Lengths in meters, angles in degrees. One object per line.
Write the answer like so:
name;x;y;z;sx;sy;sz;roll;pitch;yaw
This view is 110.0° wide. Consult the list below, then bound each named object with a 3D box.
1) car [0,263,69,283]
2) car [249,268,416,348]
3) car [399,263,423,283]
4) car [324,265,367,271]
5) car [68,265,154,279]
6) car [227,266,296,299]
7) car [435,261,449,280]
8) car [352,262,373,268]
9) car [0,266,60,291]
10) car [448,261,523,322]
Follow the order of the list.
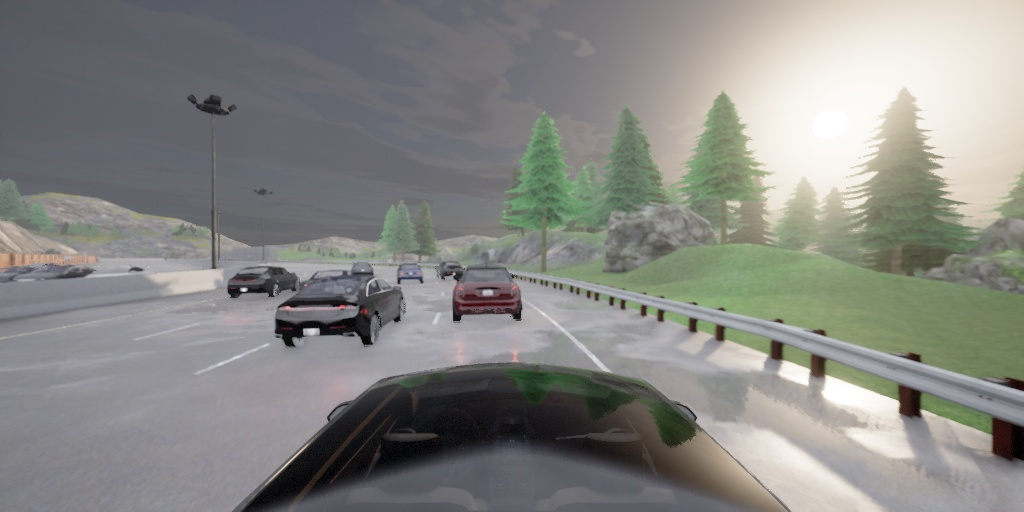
car;-28.618;1.328;22.787;2.128;1.511;4.902;0;0;-20
car;-4.093;1.238;9.310;2.128;1.511;4.902;0;0;-6
car;-7.812;1.254;27.321;2.033;1.411;5.357;0;0;-18
car;-8.993;1.344;18.329;1.895;1.301;4.718;0;0;-12
car;-24.933;1.342;22.834;1.812;1.442;4.674;0;0;-19
car;-12.674;1.268;18.584;1.837;1.490;4.892;0;0;-13
car;-5.419;1.185;30.921;1.837;1.490;4.892;0;0;-20
car;-14.714;1.281;35.183;1.994;1.385;4.181;0;0;-25
car;-32.558;1.420;23.387;1.994;1.385;4.181;0;0;-22
car;-0.950;1.071;12.449;2.097;1.767;4.553;0;0;-7
